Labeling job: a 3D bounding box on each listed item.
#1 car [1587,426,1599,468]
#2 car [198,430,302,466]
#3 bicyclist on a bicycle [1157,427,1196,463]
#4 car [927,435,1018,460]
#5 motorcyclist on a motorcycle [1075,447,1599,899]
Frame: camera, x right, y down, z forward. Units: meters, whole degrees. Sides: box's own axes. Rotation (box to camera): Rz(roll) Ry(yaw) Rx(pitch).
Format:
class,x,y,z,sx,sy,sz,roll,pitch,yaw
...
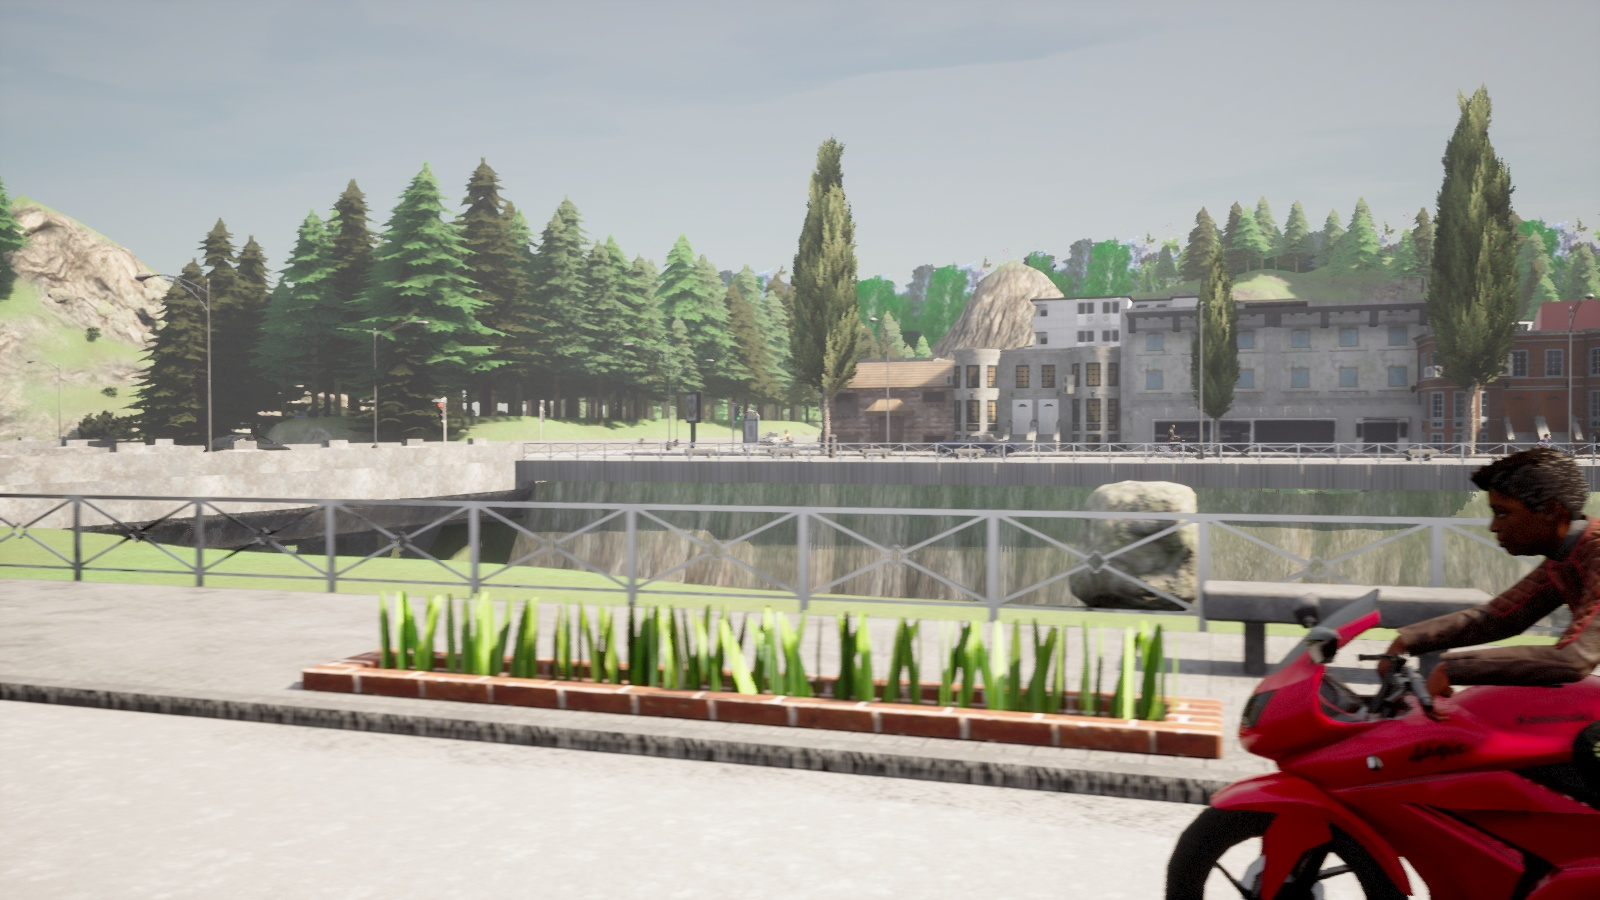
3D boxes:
class,x,y,z,sx,sy,sz,roll,pitch,yaw
car,37.669,-0.134,56.095,3.866,1.878,1.905,1,1,19
car,-23.808,-0.122,54.514,1.816,1.474,4.193,1,1,19
bicyclist on a bicycle,18.739,-0.233,62.458,1.843,1.776,0.659,0,1,19
car,9.605,-0.154,69.751,4.718,1.301,1.895,1,1,19
motorcyclist on a motorcycle,1.771,0.765,3.125,2.044,1.523,0.797,1,1,19
